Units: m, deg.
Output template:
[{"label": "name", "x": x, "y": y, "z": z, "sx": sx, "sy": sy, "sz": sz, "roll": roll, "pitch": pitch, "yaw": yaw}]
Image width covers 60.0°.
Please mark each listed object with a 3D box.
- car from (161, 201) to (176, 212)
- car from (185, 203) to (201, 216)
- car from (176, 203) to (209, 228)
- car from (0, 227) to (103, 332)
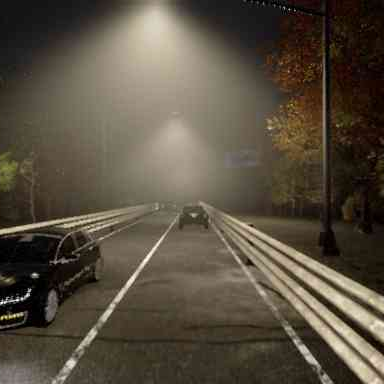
[{"label": "car", "x": -3.301, "y": 2.065, "z": 49.084, "sx": 2.097, "sy": 1.767, "sz": 4.553, "roll": 0, "pitch": -1, "yaw": 0}, {"label": "car", "x": 0.128, "y": 2.106, "z": 41.667, "sx": 1.837, "sy": 1.490, "sz": 4.892, "roll": 0, "pitch": -1, "yaw": 0}, {"label": "car", "x": 0.123, "y": 1.703, "z": 25.040, "sx": 2.097, "sy": 1.767, "sz": 4.553, "roll": 0, "pitch": -1, "yaw": 0}, {"label": "car", "x": -3.342, "y": 1.592, "z": 7.258, "sx": 1.837, "sy": 1.490, "sz": 4.892, "roll": 0, "pitch": -1, "yaw": 0}]
